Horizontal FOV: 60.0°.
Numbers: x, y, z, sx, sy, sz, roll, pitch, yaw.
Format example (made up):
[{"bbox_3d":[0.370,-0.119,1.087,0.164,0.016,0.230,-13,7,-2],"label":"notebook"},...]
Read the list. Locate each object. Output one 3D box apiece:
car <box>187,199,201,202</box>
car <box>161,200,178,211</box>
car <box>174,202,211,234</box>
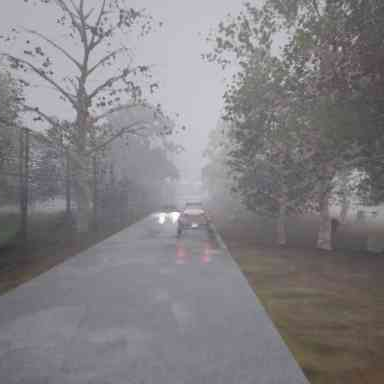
[{"bbox_3d":[0.221,1.495,37.463,1.882,1.535,5.008,0,0,0],"label":"car"},{"bbox_3d":[-2.616,1.619,40.367,1.895,1.301,4.718,0,0,1],"label":"car"},{"bbox_3d":[0.138,1.533,19.319,1.812,1.442,4.674,0,0,0],"label":"car"}]
